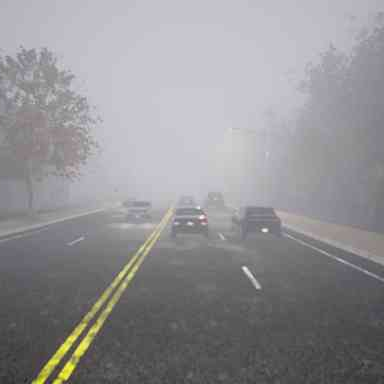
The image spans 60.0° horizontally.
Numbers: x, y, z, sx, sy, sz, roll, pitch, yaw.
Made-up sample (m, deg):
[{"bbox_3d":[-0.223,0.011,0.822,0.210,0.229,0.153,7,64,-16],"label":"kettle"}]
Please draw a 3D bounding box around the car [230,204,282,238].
[{"bbox_3d":[3.134,1.391,16.855,1.837,1.490,4.892,0,0,-1],"label":"car"}]

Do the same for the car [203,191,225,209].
[{"bbox_3d":[2.565,0.955,39.664,2.150,2.045,5.566,0,0,-2],"label":"car"}]

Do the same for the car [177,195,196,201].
[{"bbox_3d":[-0.647,1.096,38.340,2.097,1.767,4.553,0,0,-2],"label":"car"}]

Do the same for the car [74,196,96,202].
[{"bbox_3d":[-21.549,1.375,66.994,4.313,1.339,1.947,-1,2,-2],"label":"car"}]

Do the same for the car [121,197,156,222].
[{"bbox_3d":[-3.711,1.360,24.605,1.812,1.442,4.674,0,0,-1],"label":"car"}]

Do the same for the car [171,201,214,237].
[{"bbox_3d":[-0.121,1.432,17.174,2.033,1.411,5.357,0,0,-1],"label":"car"}]
